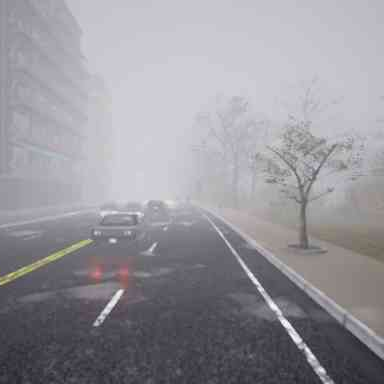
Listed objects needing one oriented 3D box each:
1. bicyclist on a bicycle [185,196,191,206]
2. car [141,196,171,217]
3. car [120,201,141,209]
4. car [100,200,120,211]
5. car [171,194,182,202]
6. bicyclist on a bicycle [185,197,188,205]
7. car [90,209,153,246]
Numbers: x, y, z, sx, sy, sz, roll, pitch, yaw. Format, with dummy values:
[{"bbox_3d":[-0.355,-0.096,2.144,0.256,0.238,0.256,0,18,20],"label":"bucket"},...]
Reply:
[{"bbox_3d":[-0.488,1.621,57.710,0.659,1.776,1.843,0,0,-4],"label":"bicyclist on a bicycle"},{"bbox_3d":[-3.435,1.498,32.624,2.097,1.767,4.553,0,0,-1],"label":"car"},{"bbox_3d":[-7.146,1.747,40.897,1.994,1.385,4.181,0,0,-2],"label":"car"},{"bbox_3d":[-10.471,1.757,42.814,1.994,1.385,4.181,0,0,-2],"label":"car"},{"bbox_3d":[-3.680,1.826,85.606,1.994,1.385,4.181,0,0,-6],"label":"car"},{"bbox_3d":[-1.132,1.739,66.975,0.582,1.620,1.656,0,-1,-4],"label":"bicyclist on a bicycle"},{"bbox_3d":[-3.168,1.671,15.536,1.895,1.301,4.718,0,0,0],"label":"car"}]
